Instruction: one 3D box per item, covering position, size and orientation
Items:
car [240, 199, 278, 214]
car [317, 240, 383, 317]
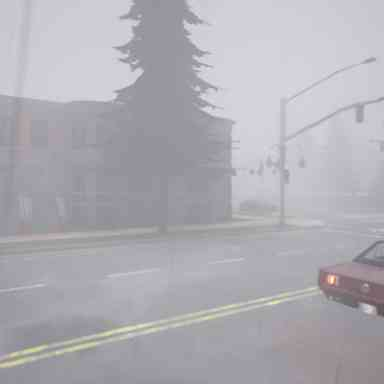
[{"bbox_3d":[6.660,1.378,33.552,1.994,1.385,4.181,0,0,-30],"label":"car"},{"bbox_3d":[4.726,1.571,6.435,4.718,1.301,1.895,0,0,-30],"label":"car"}]
